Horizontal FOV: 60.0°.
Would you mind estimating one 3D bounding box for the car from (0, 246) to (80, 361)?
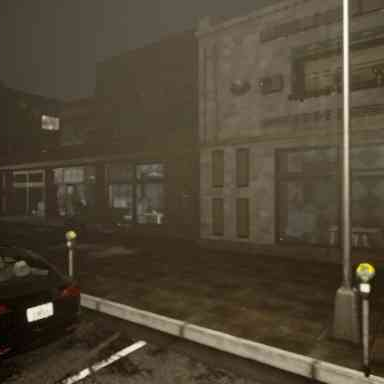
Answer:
[{"bbox_3d":[-3.627,1.571,5.460,4.313,1.339,1.947,0,0,35],"label":"car"}]
